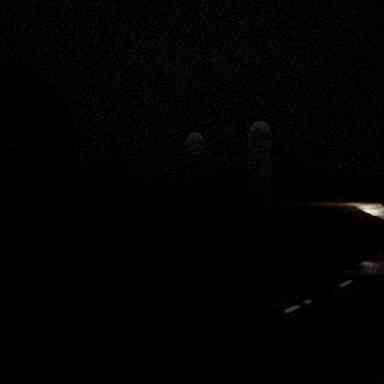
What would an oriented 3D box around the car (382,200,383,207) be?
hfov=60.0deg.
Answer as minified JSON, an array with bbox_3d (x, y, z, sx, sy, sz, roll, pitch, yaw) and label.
[{"bbox_3d":[28.859,1.499,48.153,2.033,1.411,5.357,0,0,22],"label":"car"}]
